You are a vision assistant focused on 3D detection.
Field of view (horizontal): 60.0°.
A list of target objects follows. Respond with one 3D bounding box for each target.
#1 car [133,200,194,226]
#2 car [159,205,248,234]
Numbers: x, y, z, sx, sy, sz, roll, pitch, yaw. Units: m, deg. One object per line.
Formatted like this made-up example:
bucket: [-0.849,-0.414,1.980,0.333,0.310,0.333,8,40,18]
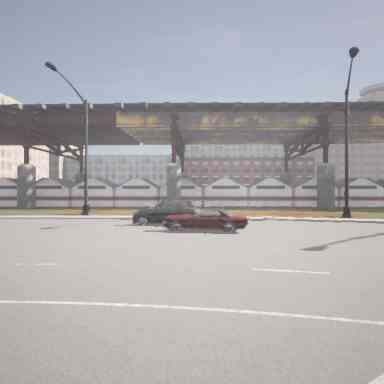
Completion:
car: [-1.681,1.351,22.528,4.553,1.767,2.097,0,0,6]
car: [0.768,1.601,18.850,4.718,1.301,1.895,0,0,7]
